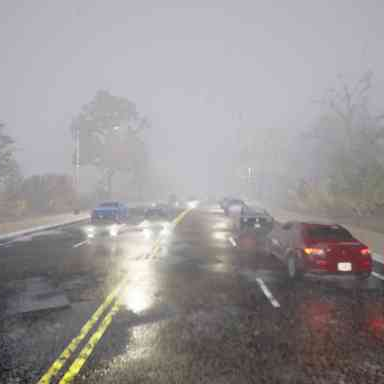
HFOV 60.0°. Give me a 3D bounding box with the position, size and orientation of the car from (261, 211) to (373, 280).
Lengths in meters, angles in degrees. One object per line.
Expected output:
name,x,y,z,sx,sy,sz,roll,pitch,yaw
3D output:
car,3.452,1.494,9.742,1.812,1.442,4.674,0,0,1

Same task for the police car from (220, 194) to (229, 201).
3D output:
police car,7.297,1.156,74.487,2.038,1.542,4.974,0,0,6

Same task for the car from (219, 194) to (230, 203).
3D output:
car,6.211,1.195,63.616,1.882,1.535,5.008,0,0,5

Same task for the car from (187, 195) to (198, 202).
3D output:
car,0.199,1.223,69.019,2.033,1.411,5.357,0,0,5

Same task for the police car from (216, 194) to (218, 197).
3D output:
police car,5.295,1.283,52.731,2.038,1.542,4.974,0,0,4

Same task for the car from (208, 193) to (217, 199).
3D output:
car,5.142,1.004,84.503,1.882,1.535,5.008,0,0,7

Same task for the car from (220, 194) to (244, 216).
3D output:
car,3.968,1.313,30.923,2.033,1.649,4.856,0,0,3

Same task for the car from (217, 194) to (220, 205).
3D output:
car,4.547,1.263,41.832,2.033,1.649,4.856,0,0,3

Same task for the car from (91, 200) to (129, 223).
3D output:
car,-6.100,1.379,25.182,1.882,1.535,5.008,0,0,2

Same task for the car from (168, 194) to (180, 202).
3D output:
car,-3.469,1.209,64.930,1.837,1.490,4.892,0,1,6

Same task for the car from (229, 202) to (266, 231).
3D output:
car,3.558,1.528,20.037,1.895,1.301,4.718,0,0,2

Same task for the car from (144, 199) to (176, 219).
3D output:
car,-2.749,1.493,27.850,1.895,1.301,4.718,0,0,2
